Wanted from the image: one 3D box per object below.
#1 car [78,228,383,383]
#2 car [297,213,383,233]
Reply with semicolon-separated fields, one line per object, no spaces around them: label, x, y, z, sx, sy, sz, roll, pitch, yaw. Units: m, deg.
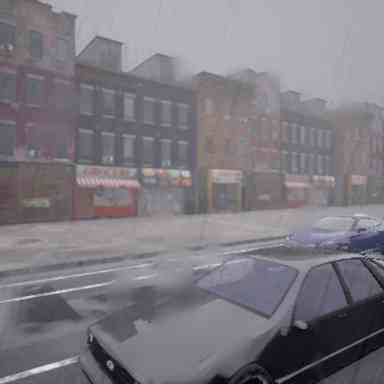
car;1.348;1.526;4.604;5.357;1.411;2.033;0;0;-35
car;5.123;1.457;11.218;4.674;1.442;1.812;0;0;-35
